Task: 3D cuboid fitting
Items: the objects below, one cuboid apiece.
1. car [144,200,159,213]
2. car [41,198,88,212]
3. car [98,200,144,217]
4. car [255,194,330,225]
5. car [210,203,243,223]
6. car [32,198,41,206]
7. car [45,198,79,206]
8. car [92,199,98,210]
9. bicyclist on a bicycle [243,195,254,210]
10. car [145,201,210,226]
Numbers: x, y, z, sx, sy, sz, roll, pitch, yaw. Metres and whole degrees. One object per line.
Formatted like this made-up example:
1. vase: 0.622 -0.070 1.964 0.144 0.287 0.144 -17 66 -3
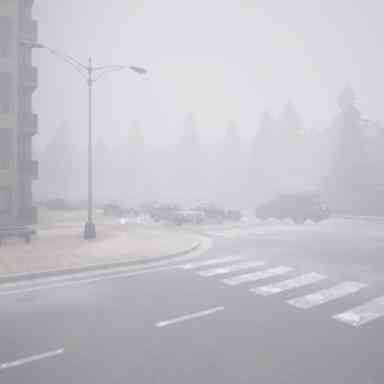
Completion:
1. car: -3.593 1.492 32.254 1.994 1.385 4.181 0 0 -39
2. car: -14.620 1.438 38.185 4.892 1.490 1.837 0 0 30
3. car: -6.587 1.457 30.508 1.812 1.442 4.674 0 0 -38
4. car: 7.042 1.145 23.799 2.150 2.045 5.566 0 0 -34
5. car: 1.685 1.529 25.249 1.895 1.301 4.718 0 0 -36
6. car: -22.129 1.535 48.557 4.718 1.301 1.895 0 0 11
7. car: -20.224 1.531 51.734 4.718 1.301 1.895 0 0 13
8. car: -12.468 1.494 40.845 4.181 1.385 1.994 0 0 32
9. bicyclist on a bicycle: 6.394 1.217 37.601 1.656 1.620 0.582 0 0 -36
10. car: -1.113 1.532 23.156 1.895 1.301 4.718 0 0 -36
